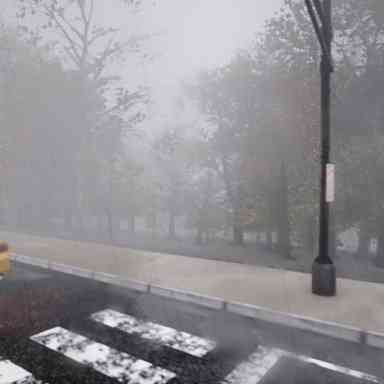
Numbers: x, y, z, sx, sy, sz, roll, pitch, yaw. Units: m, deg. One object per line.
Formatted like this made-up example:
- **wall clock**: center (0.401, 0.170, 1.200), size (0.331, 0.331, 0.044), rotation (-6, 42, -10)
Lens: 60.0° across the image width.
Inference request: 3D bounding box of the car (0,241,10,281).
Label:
- **car**: center (-6.540, 1.475, 8.352), size (5.008, 1.535, 1.882), rotation (0, 0, 36)
